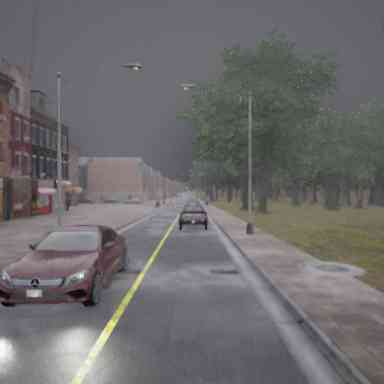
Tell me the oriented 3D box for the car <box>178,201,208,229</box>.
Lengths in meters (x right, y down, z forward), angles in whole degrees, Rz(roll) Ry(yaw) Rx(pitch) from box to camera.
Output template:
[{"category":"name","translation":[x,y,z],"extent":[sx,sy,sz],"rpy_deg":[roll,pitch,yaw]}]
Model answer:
[{"category":"car","translation":[0.091,1.621,22.600],"extent":[2.128,1.511,4.902],"rpy_deg":[0,0,0]}]

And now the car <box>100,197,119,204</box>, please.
[{"category":"car","translation":[-18.655,1.885,75.524],"extent":[4.097,1.590,1.967],"rpy_deg":[0,1,0]}]

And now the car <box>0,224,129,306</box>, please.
[{"category":"car","translation":[-2.782,1.563,8.233],"extent":[1.812,1.442,4.674],"rpy_deg":[0,0,1]}]

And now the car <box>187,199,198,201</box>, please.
[{"category":"car","translation":[0.086,1.662,41.566],"extent":[2.097,1.767,4.553],"rpy_deg":[0,-1,0]}]

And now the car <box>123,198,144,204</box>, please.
[{"category":"car","translation":[-13.284,2.003,75.557],"extent":[4.829,1.417,1.752],"rpy_deg":[0,1,0]}]

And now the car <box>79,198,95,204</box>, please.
[{"category":"car","translation":[-24.196,1.993,75.491],"extent":[4.206,1.307,1.802],"rpy_deg":[0,0,0]}]
